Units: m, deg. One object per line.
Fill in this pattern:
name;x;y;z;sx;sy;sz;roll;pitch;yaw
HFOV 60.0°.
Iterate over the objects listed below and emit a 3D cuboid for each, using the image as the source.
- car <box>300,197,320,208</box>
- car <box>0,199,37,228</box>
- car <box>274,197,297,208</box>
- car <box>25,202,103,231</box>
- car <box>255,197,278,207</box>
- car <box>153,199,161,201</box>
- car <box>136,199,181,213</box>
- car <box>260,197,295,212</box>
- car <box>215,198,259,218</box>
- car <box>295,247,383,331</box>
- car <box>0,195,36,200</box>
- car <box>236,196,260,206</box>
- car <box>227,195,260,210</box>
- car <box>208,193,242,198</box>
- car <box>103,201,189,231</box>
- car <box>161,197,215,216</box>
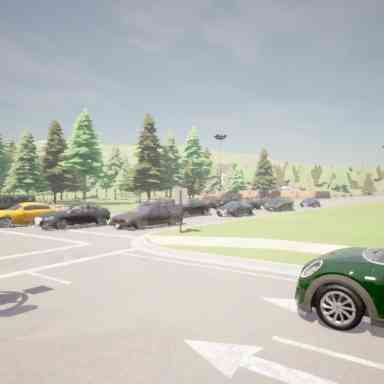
car;17.267;1.525;48.519;1.812;1.442;4.674;0;0;37
car;-11.110;1.477;22.346;1.882;1.535;5.008;0;0;41
car;14.094;1.525;50.117;1.812;1.442;4.674;0;0;37
car;-7.365;1.491;20.918;2.128;1.511;4.902;0;0;36
car;11.945;1.564;53.090;1.994;1.385;4.181;0;0;37
car;-2.669;1.505;33.242;1.837;1.490;4.892;0;0;36
car;-3.653;1.548;37.815;2.033;1.411;5.357;0;0;36
car;10.217;1.352;38.959;2.097;1.767;4.553;0;0;36
car;4.051;1.525;30.561;1.812;1.442;4.674;0;0;36
car;4.081;1.352;5.378;4.553;1.767;2.097;0;0;36
car;-14.038;1.222;24.221;2.150;2.045;5.566;1;0;42
car;9.472;1.478;55.629;1.882;1.535;5.008;0;0;37
car;6.644;1.491;40.008;2.128;1.511;4.902;0;0;36
car;4.824;1.219;43.443;2.150;2.045;5.566;0;0;36
car;-2.737;1.548;21.248;2.033;1.411;5.357;0;0;36
car;-0.289;1.478;30.570;1.882;1.535;5.008;0;0;36
